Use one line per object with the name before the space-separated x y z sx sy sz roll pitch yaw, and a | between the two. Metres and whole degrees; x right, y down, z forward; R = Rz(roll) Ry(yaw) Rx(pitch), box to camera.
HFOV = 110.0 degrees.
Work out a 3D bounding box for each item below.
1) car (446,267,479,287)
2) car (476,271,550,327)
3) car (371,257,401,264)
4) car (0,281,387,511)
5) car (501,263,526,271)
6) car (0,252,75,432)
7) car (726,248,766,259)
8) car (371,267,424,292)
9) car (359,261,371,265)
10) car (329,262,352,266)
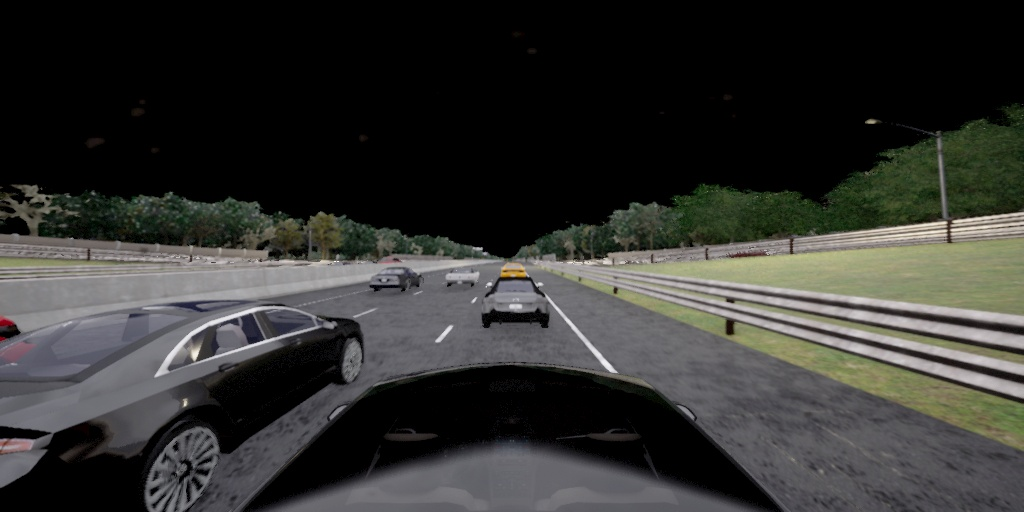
car | -3.402 1.442 25.600 1.895 1.301 4.718 0 0 0
car | 0.099 1.349 11.739 1.994 1.385 4.181 0 0 0
car | -17.579 1.194 51.170 2.150 2.045 5.566 0 0 0
car | -3.400 1.250 4.140 2.128 1.511 4.902 0 0 0
car | 0.097 1.334 28.979 1.882 1.535 5.008 0 0 0
car | -6.899 0.972 1.990 2.150 2.045 5.566 0 0 0
car | 28.235 -0.213 43.455 1.812 1.442 4.674 0 -4 -13
car | -6.902 1.372 21.867 2.033 1.411 5.357 0 0 0
car | -21.072 1.486 52.674 1.837 1.490 4.892 0 0 0
car | -24.568 1.520 51.233 2.033 1.411 5.357 0 0 1
